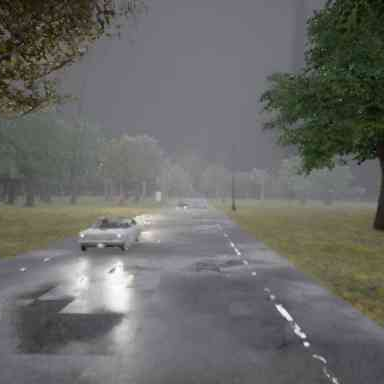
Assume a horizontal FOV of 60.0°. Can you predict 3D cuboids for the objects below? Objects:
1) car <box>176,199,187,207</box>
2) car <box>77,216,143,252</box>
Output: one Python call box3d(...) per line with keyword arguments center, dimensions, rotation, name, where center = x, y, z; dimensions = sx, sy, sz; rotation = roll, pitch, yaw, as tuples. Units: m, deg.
box3d(center=(-2.119, 2.244, 69.389), dimensions=(2.097, 1.767, 4.553), rotation=(0, -1, 1), name="car")
box3d(center=(-3.515, 1.795, 15.038), dimensions=(1.895, 1.301, 4.718), rotation=(0, -1, 1), name="car")
